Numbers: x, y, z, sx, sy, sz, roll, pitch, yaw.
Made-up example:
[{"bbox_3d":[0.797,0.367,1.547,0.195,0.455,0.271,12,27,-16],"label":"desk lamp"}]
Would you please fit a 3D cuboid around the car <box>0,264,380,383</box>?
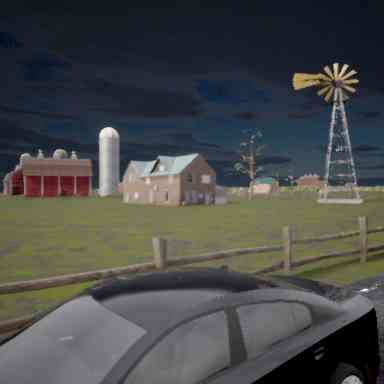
[{"bbox_3d":[-0.344,1.499,2.815,5.008,1.535,1.882,-1,0,-36],"label":"car"}]
